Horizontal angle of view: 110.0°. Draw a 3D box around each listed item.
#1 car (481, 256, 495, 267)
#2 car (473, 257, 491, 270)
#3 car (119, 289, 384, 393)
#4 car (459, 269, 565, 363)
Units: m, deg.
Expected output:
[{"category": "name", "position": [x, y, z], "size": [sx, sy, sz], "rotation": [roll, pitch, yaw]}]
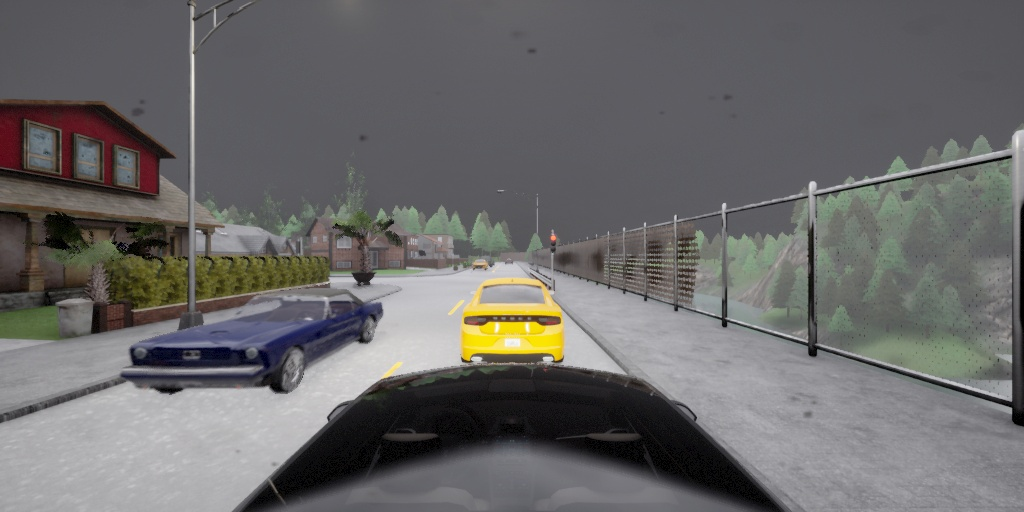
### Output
[{"category": "car", "position": [-4.593, 0.967, 62.460], "size": [2.150, 2.045, 5.566], "rotation": [0, 1, 0]}, {"category": "car", "position": [-4.523, 1.227, 51.442], "size": [1.882, 1.535, 5.008], "rotation": [0, 0, 0]}, {"category": "car", "position": [-4.140, 1.351, 6.819], "size": [1.895, 1.301, 4.718], "rotation": [0, 0, 0]}, {"category": "car", "position": [0.005, 1.228, 8.183], "size": [1.882, 1.535, 5.008], "rotation": [0, 0, 0]}]
